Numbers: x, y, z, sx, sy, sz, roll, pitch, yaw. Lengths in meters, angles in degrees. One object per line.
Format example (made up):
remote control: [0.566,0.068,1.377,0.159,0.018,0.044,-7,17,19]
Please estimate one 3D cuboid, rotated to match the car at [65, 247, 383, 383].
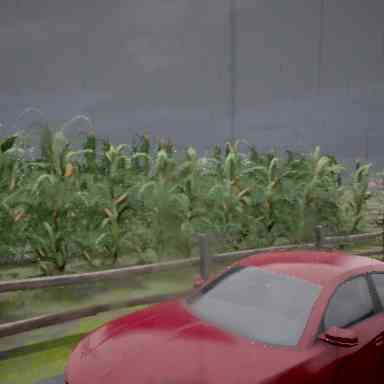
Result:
car: [1.177,1.480,3.788,5.008,1.535,1.882,0,0,-36]
